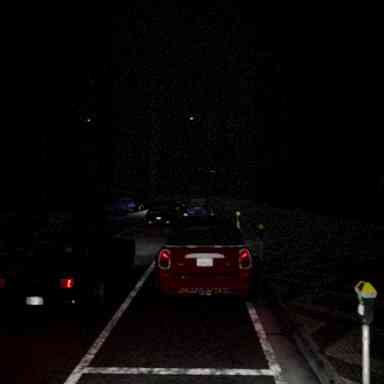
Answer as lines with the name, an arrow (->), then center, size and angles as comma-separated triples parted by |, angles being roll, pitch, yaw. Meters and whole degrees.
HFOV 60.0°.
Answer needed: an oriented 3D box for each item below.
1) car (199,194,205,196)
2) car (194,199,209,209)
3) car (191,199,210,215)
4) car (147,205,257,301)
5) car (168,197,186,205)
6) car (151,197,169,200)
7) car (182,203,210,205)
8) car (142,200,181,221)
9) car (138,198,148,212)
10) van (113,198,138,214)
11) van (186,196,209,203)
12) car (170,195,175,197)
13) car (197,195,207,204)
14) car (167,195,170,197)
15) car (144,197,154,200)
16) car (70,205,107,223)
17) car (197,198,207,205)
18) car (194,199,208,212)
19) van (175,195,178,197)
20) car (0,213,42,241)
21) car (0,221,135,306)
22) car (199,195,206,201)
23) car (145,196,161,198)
car -> 1.763, 1.649, 59.456 | 1.967, 1.590, 4.097 | -1, 0, 2
car -> 1.367, 1.719, 48.190 | 2.008, 1.369, 4.403 | -1, 0, 2
car -> 0.968, 1.568, 36.925 | 1.967, 1.590, 4.097 | -1, 0, 2
car -> 0.320, 1.380, 8.543 | 2.097, 1.767, 4.553 | 0, 0, 2
car -> -1.630, 1.694, 41.525 | 1.812, 1.442, 4.674 | 0, 0, 2
car -> -4.388, 1.861, 48.419 | 1.895, 1.301, 4.718 | 0, 0, 2
car -> 0.379, 1.595, 20.197 | 1.752, 1.417, 4.829 | -1, 0, 2
car -> -2.128, 1.585, 24.548 | 1.882, 1.535, 5.008 | 0, 0, 2
car -> -7.351, 1.787, 42.847 | 1.947, 1.339, 4.313 | -1, 0, 2
van -> -7.553, 1.543, 37.214 | 1.690, 1.788, 3.998 | -1, 0, 2
van -> 0.570, 1.429, 25.660 | 1.690, 1.788, 3.998 | -1, 0, 2
car -> -5.962, 1.803, 82.280 | 1.967, 1.590, 4.097 | -1, 0, 2
car -> 2.159, 1.564, 70.723 | 2.192, 1.841, 5.009 | -1, 0, 2
car -> -6.359, 1.762, 71.013 | 1.967, 1.590, 4.097 | -1, 0, 2
car -> -7.153, 1.807, 48.480 | 1.947, 1.339, 4.313 | -1, 0, 2
car -> -7.947, 1.727, 25.947 | 1.947, 1.339, 4.313 | -1, 0, 2
car -> 1.963, 1.795, 65.089 | 1.947, 1.339, 4.313 | -1, 0, 2
car -> 1.174, 1.674, 42.728 | 1.752, 1.417, 4.829 | -1, 0, 2
van -> -5.566, 1.745, 93.546 | 1.690, 1.788, 3.998 | -1, 0, 2
car -> -8.345, 1.667, 14.681 | 1.887, 1.381, 4.507 | -1, 0, 2
car -> -2.707, 1.652, 8.131 | 1.895, 1.301, 4.718 | 0, 0, 2
car -> 2.955, 1.770, 93.252 | 1.967, 1.590, 4.097 | -1, 0, 2
car -> -6.957, 1.577, 54.114 | 2.192, 1.841, 5.009 | -1, 0, 2
